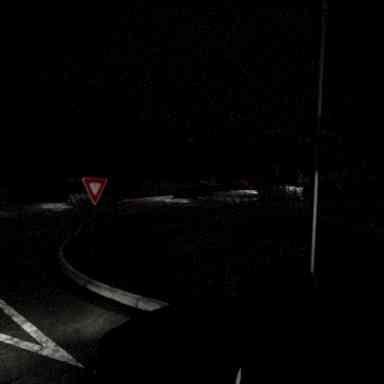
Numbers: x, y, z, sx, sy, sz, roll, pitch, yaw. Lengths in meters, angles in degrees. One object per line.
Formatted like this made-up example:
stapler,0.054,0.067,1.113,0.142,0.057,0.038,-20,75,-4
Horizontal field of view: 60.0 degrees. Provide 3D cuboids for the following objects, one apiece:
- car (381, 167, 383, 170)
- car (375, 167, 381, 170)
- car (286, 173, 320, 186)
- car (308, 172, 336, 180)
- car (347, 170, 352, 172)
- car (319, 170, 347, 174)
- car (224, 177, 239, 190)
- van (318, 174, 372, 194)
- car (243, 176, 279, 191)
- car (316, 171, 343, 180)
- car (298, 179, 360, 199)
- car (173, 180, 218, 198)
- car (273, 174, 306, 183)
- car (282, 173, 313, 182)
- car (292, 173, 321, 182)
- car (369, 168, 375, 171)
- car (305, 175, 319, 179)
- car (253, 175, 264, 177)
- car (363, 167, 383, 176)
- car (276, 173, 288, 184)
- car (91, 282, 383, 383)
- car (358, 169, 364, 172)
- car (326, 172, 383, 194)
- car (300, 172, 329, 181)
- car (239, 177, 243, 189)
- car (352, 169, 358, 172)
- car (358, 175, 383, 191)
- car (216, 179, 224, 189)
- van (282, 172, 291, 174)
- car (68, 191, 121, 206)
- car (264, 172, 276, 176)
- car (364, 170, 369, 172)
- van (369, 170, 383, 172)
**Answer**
car,43.558,-4.737,81.282,5.366,1.575,1.946,1,5,30
car,41.473,-4.555,79.306,5.008,1.535,2.097,1,4,30
car,16.918,-1.660,50.547,4.674,1.442,1.812,-5,6,-35
car,25.848,-3.180,66.045,4.892,1.521,2.231,0,5,29
car,30.308,-3.592,69.839,5.008,1.535,2.097,0,5,30
car,23.444,-2.393,55.561,4.553,1.767,2.097,-5,6,-40
car,3.610,-1.086,46.910,4.792,1.488,2.163,0,4,29
van,16.102,-0.623,35.027,4.442,1.987,1.878,2,6,31
car,9.347,-0.990,44.919,4.181,1.385,1.994,-5,6,-39
car,28.077,-3.385,67.939,4.892,1.521,2.231,0,5,30
car,13.672,-0.196,33.232,5.008,1.535,2.097,2,6,31
car,0.141,-0.236,37.188,5.008,1.535,1.882,-5,6,-41
car,17.104,-2.360,58.344,5.366,1.575,1.946,0,4,29
car,19.160,-2.565,60.347,5.008,1.535,2.097,0,4,29
car,21.416,-2.740,62.233,4.792,1.488,2.163,0,4,29
car,39.245,-4.375,77.409,5.008,1.535,2.097,1,5,30
car,17.277,-1.039,42.162,1.882,1.535,5.008,-5,5,-31
car,8.010,-1.501,50.783,4.792,1.488,2.163,0,5,29
car,45.924,-5.149,83.070,5.566,2.045,2.435,1,4,30
car,12.489,-1.946,54.617,5.008,1.535,2.097,0,4,29
car,1.345,1.478,2.443,5.008,1.535,1.882,0,0,35
car,34.772,-3.955,73.642,4.674,1.452,2.002,0,4,30
car,18.302,-0.860,36.970,5.566,2.045,2.435,2,6,31
car,23.612,-2.976,64.155,5.008,1.535,2.097,0,4,29
car,5.830,-1.448,48.818,4.553,1.767,2.185,0,5,29
car,32.557,-3.919,71.711,4.553,1.767,2.185,0,5,30
car,22.967,-1.150,40.747,4.553,1.767,2.185,2,6,31
car,1.357,-0.868,44.998,4.674,1.452,2.002,0,4,29
van,14.609,-2.378,56.567,4.442,1.987,1.878,0,5,29
car,-8.663,0.400,29.839,4.674,1.442,1.812,-2,4,-37
car,10.285,-1.863,52.663,4.553,1.767,2.185,0,5,29
car,37.023,-4.311,75.494,4.553,1.767,2.185,1,5,30
van,25.424,-1.453,42.547,4.442,1.987,1.878,2,6,31
